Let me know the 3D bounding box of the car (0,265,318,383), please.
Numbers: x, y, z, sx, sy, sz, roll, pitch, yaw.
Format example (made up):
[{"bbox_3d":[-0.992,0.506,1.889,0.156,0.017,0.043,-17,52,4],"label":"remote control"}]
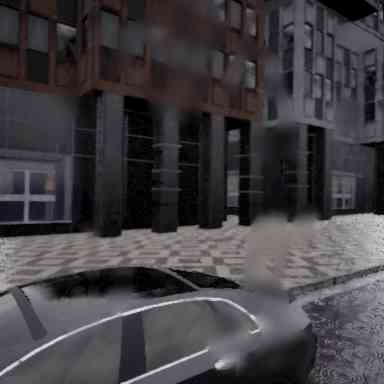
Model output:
[{"bbox_3d":[-0.989,1.505,2.663,4.892,1.490,1.837,0,0,-35],"label":"car"}]
